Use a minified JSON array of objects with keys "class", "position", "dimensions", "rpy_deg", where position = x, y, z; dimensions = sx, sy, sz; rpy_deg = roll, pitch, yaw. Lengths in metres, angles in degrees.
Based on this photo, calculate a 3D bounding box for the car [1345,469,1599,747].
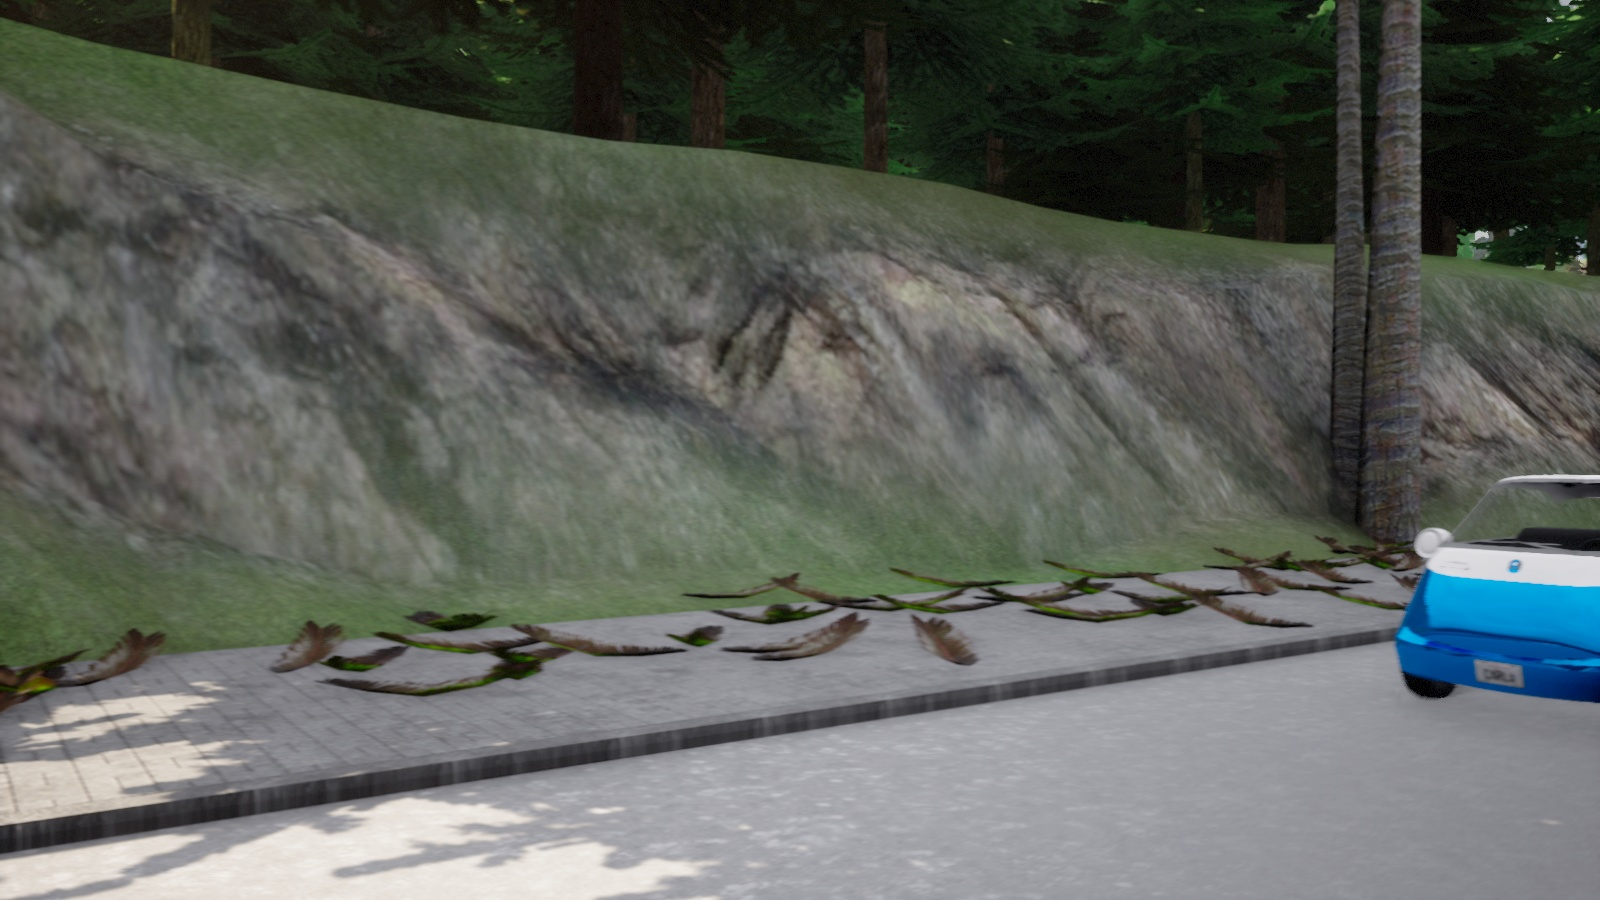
[{"class":"car","position":[4.547,0.808,7.434],"dimensions":[2.207,1.376,1.481],"rpy_deg":[1,-1,-35]}]
